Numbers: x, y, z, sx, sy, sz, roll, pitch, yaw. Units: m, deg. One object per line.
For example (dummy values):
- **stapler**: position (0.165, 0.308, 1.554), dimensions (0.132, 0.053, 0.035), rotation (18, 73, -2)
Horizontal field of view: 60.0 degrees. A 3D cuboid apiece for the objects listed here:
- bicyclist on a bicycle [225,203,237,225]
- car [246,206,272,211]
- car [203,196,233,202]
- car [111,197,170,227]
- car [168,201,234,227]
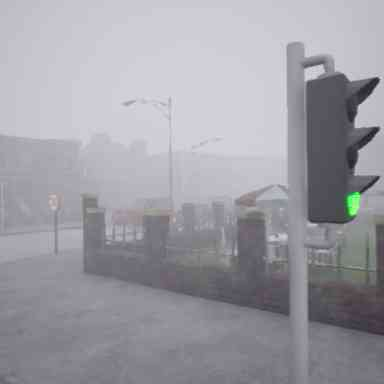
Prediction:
- **bicyclist on a bicycle**: position (2.710, 1.464, 20.000), dimensions (1.656, 1.620, 0.582), rotation (-1, -1, 35)
- **car**: position (8.684, 1.759, 42.119), dimensions (4.674, 1.442, 1.812), rotation (0, -1, -43)
- **car**: position (2.325, 1.460, 34.101), dimensions (2.150, 2.045, 5.566), rotation (-1, -1, 34)
- **car**: position (-3.618, 1.458, 25.605), dimensions (2.150, 2.045, 5.566), rotation (-1, -1, 35)
- **car**: position (0.782, 1.672, 24.523), dimensions (2.128, 1.511, 4.902), rotation (-1, -1, 35)
